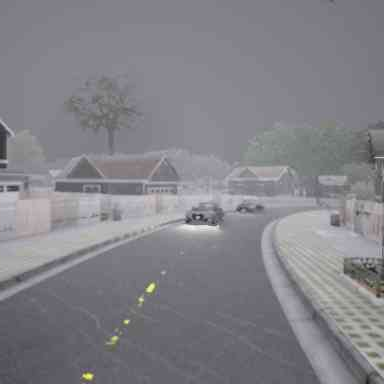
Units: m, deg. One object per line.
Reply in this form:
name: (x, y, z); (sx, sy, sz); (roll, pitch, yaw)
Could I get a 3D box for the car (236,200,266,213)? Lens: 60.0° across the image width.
car: (6.400, 1.517, 35.707); (2.033, 1.411, 5.357); (1, 0, 28)

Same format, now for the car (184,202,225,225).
car: (0.936, 1.400, 22.557); (1.994, 1.385, 4.181); (1, 0, 17)
